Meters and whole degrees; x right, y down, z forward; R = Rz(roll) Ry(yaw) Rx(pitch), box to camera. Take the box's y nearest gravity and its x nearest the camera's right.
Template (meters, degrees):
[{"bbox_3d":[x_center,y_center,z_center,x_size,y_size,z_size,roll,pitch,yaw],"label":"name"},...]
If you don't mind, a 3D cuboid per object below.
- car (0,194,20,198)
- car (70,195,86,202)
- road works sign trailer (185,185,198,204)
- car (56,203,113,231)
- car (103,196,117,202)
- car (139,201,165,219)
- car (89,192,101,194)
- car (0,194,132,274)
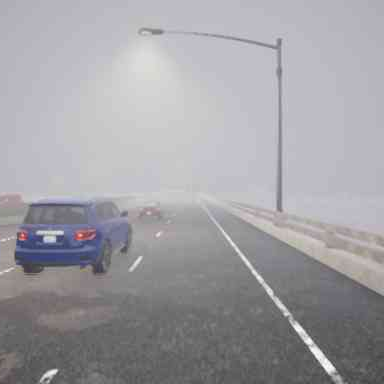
[{"bbox_3d":[-17.589,1.193,30.436,2.150,2.045,5.566,0,0,0],"label":"car"},{"bbox_3d":[-24.487,1.354,71.687,1.837,1.490,4.892,0,0,0],"label":"car"},{"bbox_3d":[0.011,0.387,62.736,2.380,3.560,2.880,0,0,0],"label":"road works sign trailer"},{"bbox_3d":[-6.895,1.529,21.968,2.033,1.411,5.357,0,0,0],"label":"car"},{"bbox_3d":[-17.487,1.456,71.239,1.895,1.301,4.718,0,0,0],"label":"car"},{"bbox_3d":[-3.395,1.500,28.550,1.812,1.442,4.674,0,0,0],"label":"car"},{"bbox_3d":[-20.987,1.086,71.239,2.150,2.045,5.566,0,0,0],"label":"car"},{"bbox_3d":[-3.398,1.214,10.634,2.150,2.045,5.566,0,0,0],"label":"car"}]
